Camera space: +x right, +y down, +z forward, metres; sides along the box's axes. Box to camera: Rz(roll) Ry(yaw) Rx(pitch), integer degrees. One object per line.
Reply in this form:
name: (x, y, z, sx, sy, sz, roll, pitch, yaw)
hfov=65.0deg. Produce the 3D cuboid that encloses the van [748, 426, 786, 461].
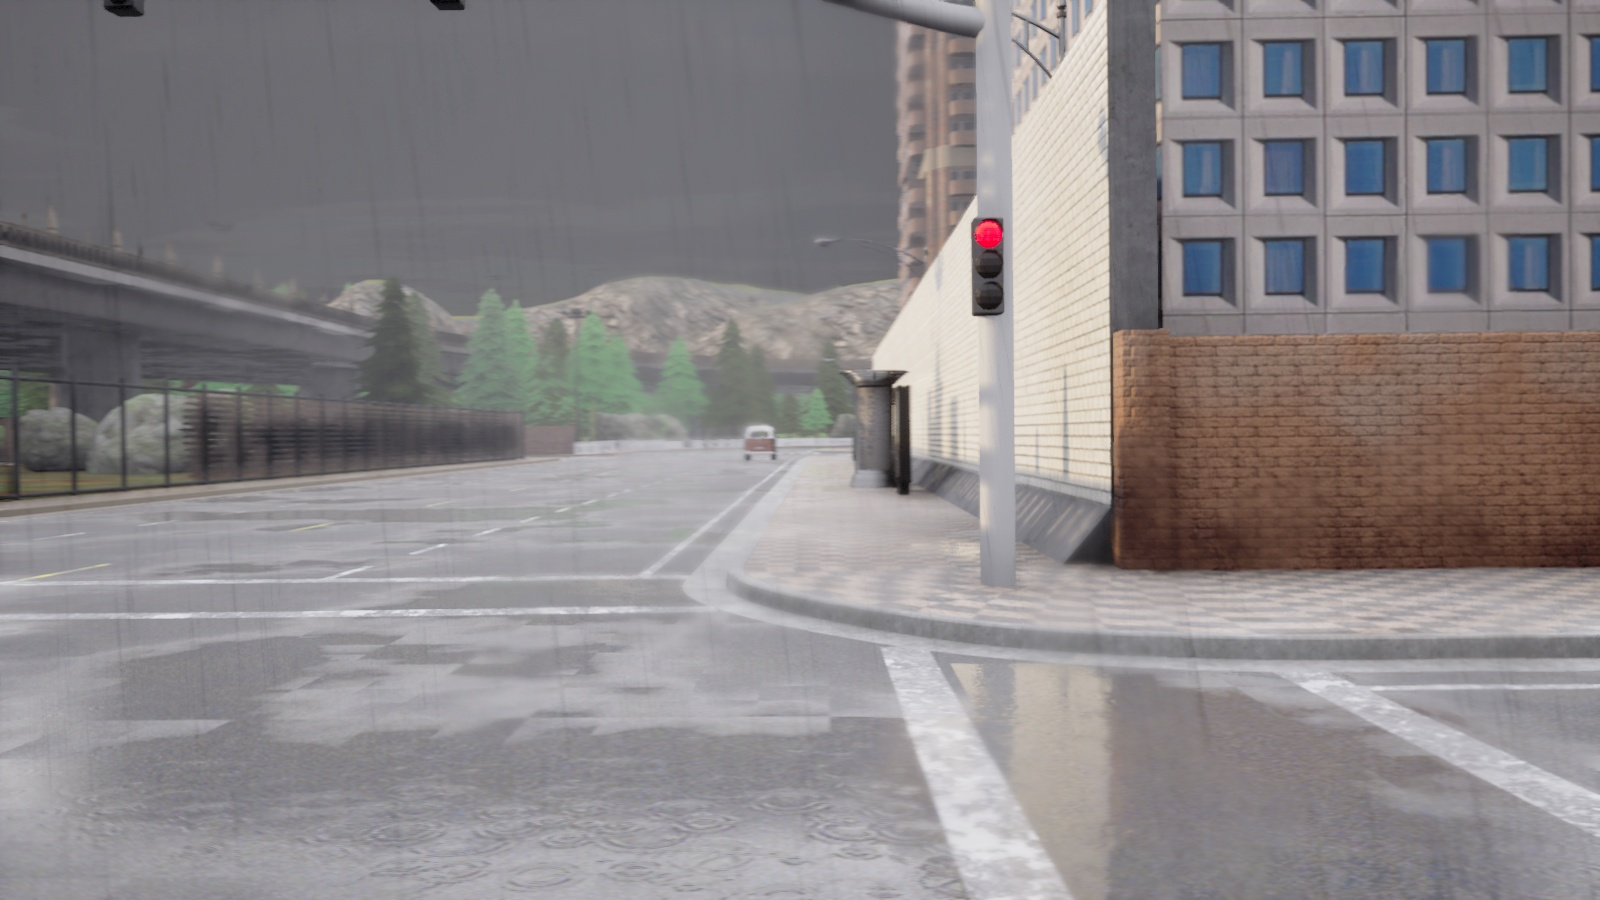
van: (-1.934, -0.388, 75.130, 2.069, 2.038, 4.480, 0, 1, 1)
